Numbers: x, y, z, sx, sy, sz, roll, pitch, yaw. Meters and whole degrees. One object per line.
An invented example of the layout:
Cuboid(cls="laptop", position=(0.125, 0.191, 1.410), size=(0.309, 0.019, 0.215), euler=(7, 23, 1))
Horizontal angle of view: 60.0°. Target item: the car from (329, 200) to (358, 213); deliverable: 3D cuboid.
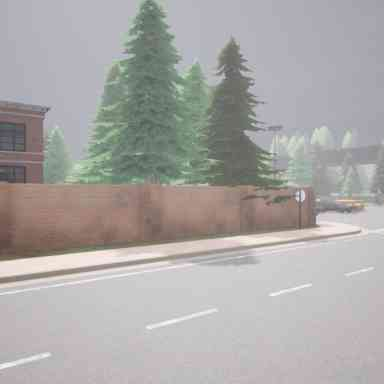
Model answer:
Cuboid(cls="car", position=(15.466, 1.547, 36.994), size=(2.033, 1.411, 5.357), euler=(0, 0, -35))

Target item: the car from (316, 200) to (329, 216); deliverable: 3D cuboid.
Cuboid(cls="car", position=(10.119, 1.547, 32.423), size=(2.033, 1.411, 5.357), euler=(0, 0, -35))

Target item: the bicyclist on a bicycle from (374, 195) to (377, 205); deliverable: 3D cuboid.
Cuboid(cls="bicyclist on a bicycle", position=(30.154, 1.300, 54.305), size=(1.656, 1.620, 0.582), euler=(0, 0, -35))

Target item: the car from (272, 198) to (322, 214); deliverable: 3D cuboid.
Cuboid(cls="car", position=(11.433, 1.491, 36.625), size=(2.128, 1.511, 4.902), euler=(0, 0, -36))
